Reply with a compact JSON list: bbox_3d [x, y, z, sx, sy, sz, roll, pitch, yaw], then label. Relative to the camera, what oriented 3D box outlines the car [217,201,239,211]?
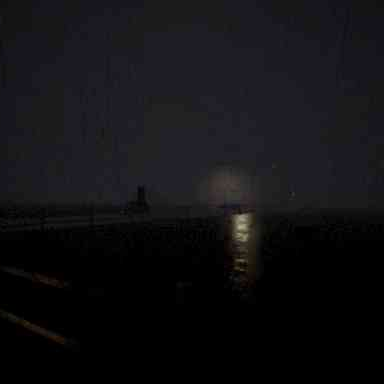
[{"bbox_3d":[5.898,2.286,54.678,1.882,1.535,5.008,0,-1,36],"label":"car"}]

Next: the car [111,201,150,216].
[{"bbox_3d":[-6.795,1.735,36.983,2.097,1.767,4.553,0,-1,36],"label":"car"}]
